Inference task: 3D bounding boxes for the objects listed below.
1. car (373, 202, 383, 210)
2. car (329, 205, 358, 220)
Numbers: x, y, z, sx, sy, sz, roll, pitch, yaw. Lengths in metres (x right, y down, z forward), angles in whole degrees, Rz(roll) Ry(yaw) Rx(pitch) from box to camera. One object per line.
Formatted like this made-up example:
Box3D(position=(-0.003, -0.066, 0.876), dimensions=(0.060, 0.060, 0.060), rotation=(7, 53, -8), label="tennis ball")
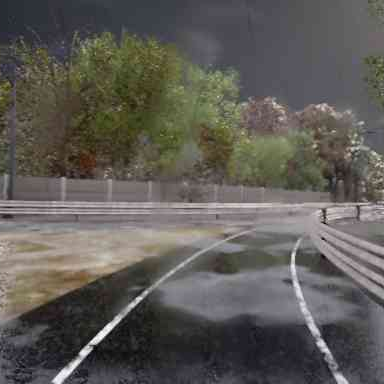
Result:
Box3D(position=(26.842, 2.162, 46.166), dimensions=(2.097, 1.767, 4.553), rotation=(1, 0, 43), label="car")
Box3D(position=(15.456, 2.049, 33.628), dimensions=(1.994, 1.385, 4.181), rotation=(1, 0, 42), label="car")
